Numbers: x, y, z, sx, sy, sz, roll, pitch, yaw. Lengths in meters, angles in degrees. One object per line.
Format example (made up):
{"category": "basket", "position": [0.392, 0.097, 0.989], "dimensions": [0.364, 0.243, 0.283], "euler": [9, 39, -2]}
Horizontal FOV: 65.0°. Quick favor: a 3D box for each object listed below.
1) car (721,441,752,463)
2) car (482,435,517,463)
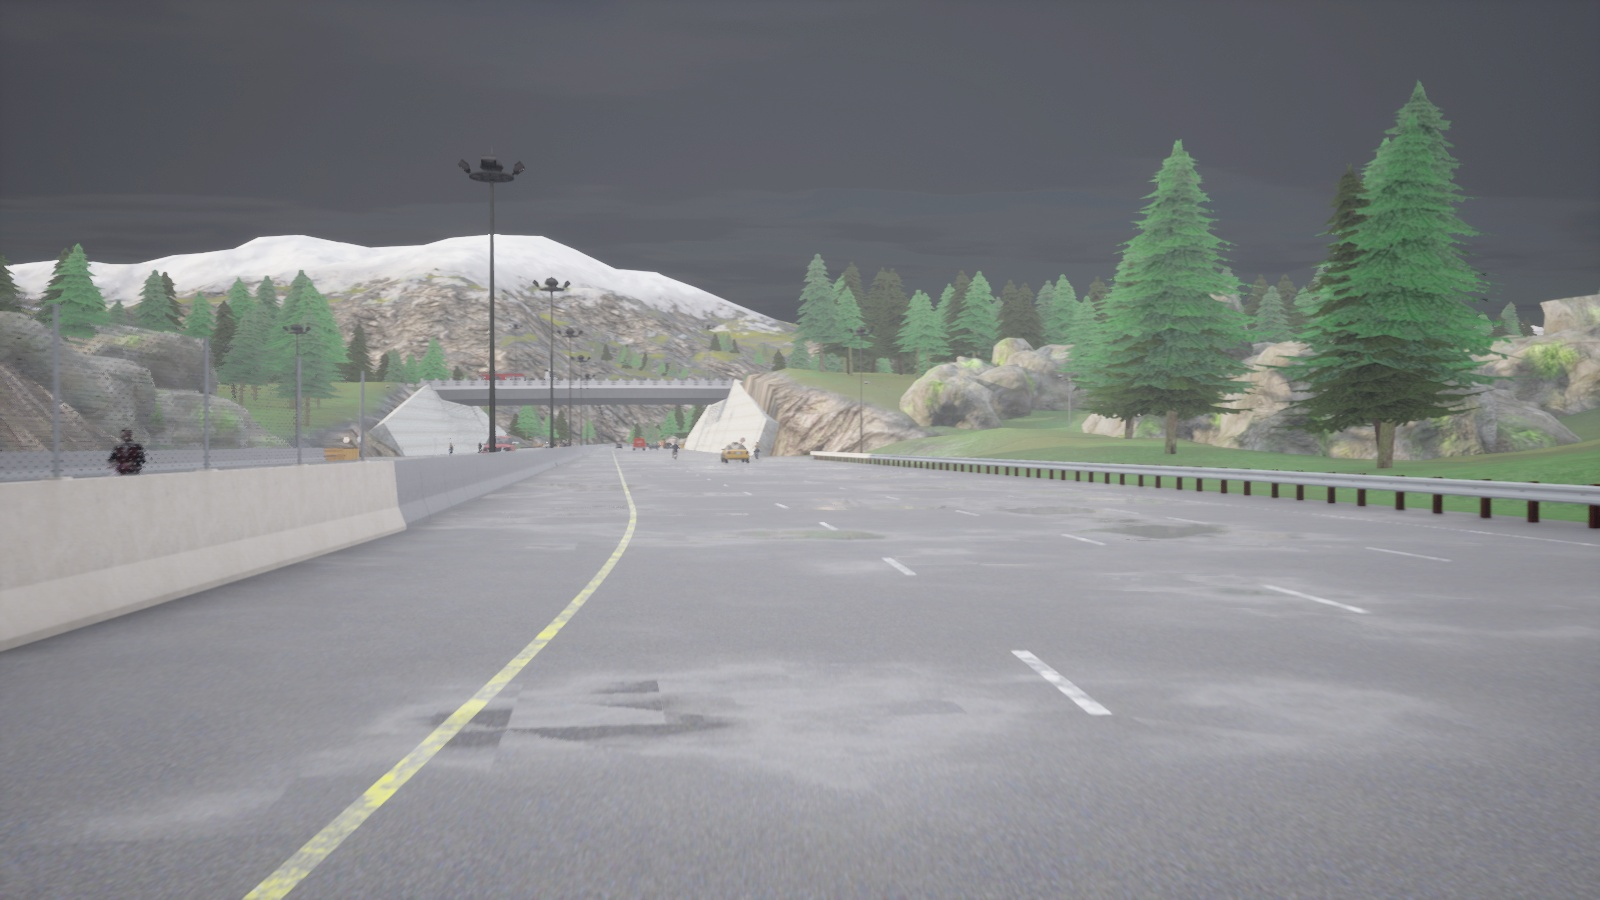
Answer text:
{"category": "car", "position": [-4.794, 0.154, 93.811], "dimensions": [1.801, 1.575, 5.366], "euler": [0, 0, -9]}
{"category": "car", "position": [-22.620, -0.081, 94.657], "dimensions": [2.150, 2.045, 5.566], "euler": [0, 0, -9]}
